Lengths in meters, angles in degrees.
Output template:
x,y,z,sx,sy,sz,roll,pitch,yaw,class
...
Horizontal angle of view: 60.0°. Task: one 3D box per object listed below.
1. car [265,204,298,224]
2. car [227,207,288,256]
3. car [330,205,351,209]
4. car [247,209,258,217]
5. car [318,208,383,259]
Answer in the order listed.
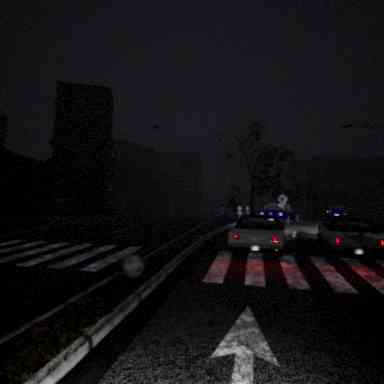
x,y,z,sx,sy,sz,roll,pitch,yaw,class
5.932,1.475,22.659,1.895,1.301,4.718,0,-2,28,car
2.672,1.526,12.996,1.895,1.301,4.718,1,1,16,car
11.820,1.768,26.458,1.812,1.442,4.674,0,-6,30,car
14.393,5.001,79.155,2.128,1.511,4.902,2,1,7,car
5.982,1.583,12.799,1.895,1.301,4.718,1,1,16,car
